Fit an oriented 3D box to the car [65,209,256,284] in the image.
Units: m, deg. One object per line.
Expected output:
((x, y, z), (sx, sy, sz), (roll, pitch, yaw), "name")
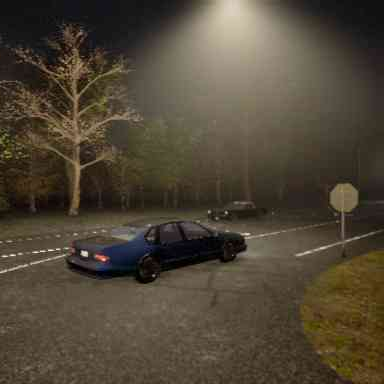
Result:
((-0.685, 1.436, 9.370), (5.357, 1.411, 2.033), (-1, 1, -45), "car")

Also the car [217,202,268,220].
((3.177, 1.345, 22.935), (4.718, 1.301, 1.895), (-1, 1, -44), "car")
